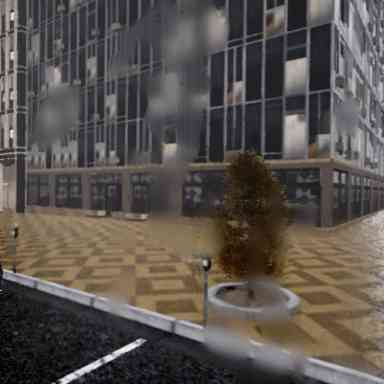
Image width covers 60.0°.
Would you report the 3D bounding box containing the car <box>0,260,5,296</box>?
[{"bbox_3d":[-5.508,1.494,6.791,4.403,1.369,2.008,0,1,35],"label":"car"}]
